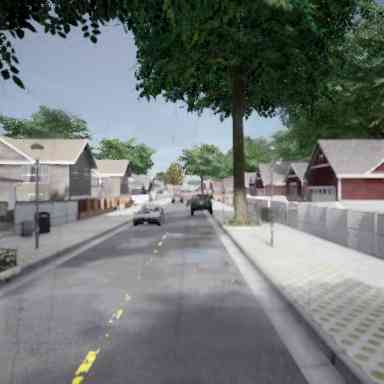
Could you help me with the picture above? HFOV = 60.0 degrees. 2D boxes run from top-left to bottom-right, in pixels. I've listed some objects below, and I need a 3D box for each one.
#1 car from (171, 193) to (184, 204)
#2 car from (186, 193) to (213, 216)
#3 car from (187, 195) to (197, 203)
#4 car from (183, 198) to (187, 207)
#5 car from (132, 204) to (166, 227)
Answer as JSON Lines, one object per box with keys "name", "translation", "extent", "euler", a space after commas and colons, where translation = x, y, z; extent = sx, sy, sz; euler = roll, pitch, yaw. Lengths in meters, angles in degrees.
{"name": "car", "translation": [-2.769, 1.213, 64.664], "extent": [2.150, 2.045, 5.566], "euler": [0, 0, 0]}
{"name": "car", "translation": [0.869, 1.166, 33.326], "extent": [2.150, 2.045, 5.566], "euler": [-5, 0, 0]}
{"name": "car", "translation": [-0.011, 1.431, 68.260], "extent": [1.882, 1.535, 5.008], "euler": [0, 0, 0]}
{"name": "car", "translation": [-0.009, 1.512, 52.181], "extent": [1.837, 1.490, 4.892], "euler": [0, 0, 0]}
{"name": "car", "translation": [-2.853, 1.564, 23.192], "extent": [2.033, 1.411, 5.357], "euler": [0, 0, 0]}
